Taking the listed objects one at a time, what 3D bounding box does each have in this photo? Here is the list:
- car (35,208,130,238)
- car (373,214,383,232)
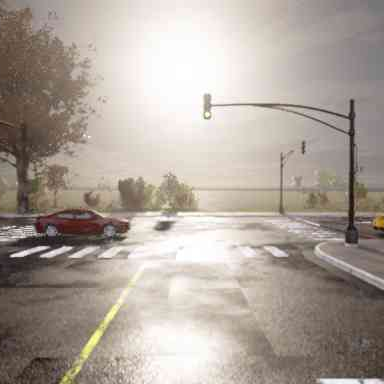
[{"bbox_3d":[-5.957,1.655,18.371,5.008,1.535,1.882,0,0,-1],"label":"car"},{"bbox_3d":[12.762,1.624,18.435,5.008,1.535,1.882,0,0,0],"label":"car"}]
